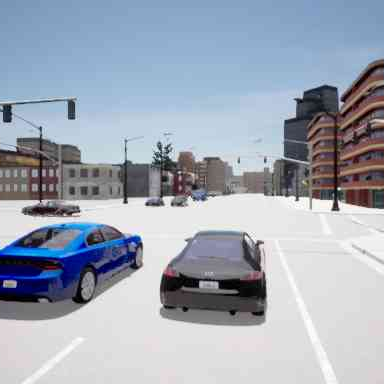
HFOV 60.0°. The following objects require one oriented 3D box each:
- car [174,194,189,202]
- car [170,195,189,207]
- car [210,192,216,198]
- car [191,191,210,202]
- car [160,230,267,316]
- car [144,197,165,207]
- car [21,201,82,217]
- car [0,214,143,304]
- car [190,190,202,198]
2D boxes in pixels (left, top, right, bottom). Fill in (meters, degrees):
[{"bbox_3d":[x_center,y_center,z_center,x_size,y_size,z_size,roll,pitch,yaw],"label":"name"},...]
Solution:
[{"bbox_3d":[-1.989,1.177,64.637,1.895,1.301,4.718,0,1,11],"label":"car"},{"bbox_3d":[-1.832,1.353,47.336,1.837,1.490,4.892,0,1,11],"label":"car"},{"bbox_3d":[4.581,0.631,79.919,2.033,1.411,5.357,0,1,11],"label":"car"},{"bbox_3d":[1.580,0.787,64.649,2.150,2.045,5.566,0,1,11],"label":"car"},{"bbox_3d":[0.690,1.563,7.665,1.994,1.385,4.181,0,0,12],"label":"car"},{"bbox_3d":[-5.332,1.421,47.670,1.994,1.385,4.181,0,1,11],"label":"car"},{"bbox_3d":[-13.015,1.540,30.815,5.357,1.411,2.033,0,0,13],"label":"car"},{"bbox_3d":[-2.747,1.476,8.312,1.882,1.535,5.008,0,0,11],"label":"car"},{"bbox_3d":[1.016,0.512,79.919,2.097,1.767,4.553,0,1,11],"label":"car"}]
